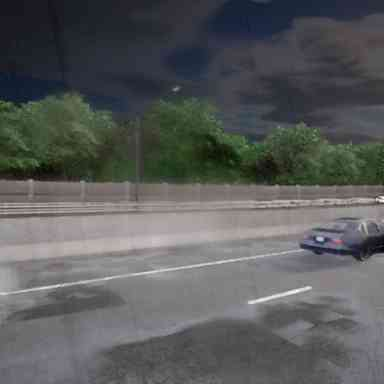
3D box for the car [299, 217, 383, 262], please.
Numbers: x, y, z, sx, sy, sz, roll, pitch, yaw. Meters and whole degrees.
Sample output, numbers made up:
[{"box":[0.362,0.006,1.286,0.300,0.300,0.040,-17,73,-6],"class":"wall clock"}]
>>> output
[{"box":[6.401,1.664,12.647,5.357,1.411,2.033,1,0,-34],"class":"car"}]
